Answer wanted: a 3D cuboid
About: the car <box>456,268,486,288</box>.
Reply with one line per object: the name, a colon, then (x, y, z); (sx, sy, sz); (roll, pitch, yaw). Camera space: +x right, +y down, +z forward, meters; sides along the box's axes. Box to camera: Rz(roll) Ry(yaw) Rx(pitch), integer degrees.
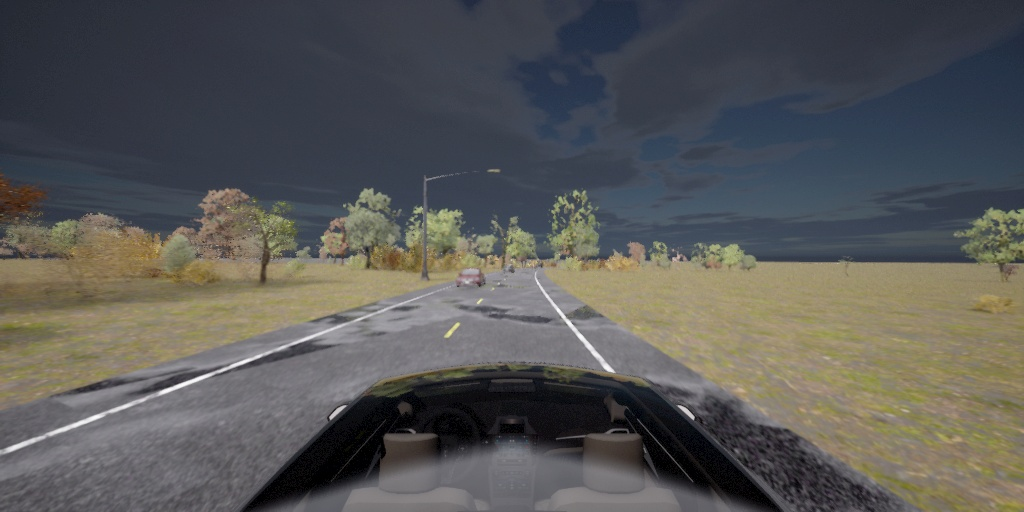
car: (-3.128, 1.661, 28.002); (1.812, 1.442, 4.674); (0, -1, 2)
